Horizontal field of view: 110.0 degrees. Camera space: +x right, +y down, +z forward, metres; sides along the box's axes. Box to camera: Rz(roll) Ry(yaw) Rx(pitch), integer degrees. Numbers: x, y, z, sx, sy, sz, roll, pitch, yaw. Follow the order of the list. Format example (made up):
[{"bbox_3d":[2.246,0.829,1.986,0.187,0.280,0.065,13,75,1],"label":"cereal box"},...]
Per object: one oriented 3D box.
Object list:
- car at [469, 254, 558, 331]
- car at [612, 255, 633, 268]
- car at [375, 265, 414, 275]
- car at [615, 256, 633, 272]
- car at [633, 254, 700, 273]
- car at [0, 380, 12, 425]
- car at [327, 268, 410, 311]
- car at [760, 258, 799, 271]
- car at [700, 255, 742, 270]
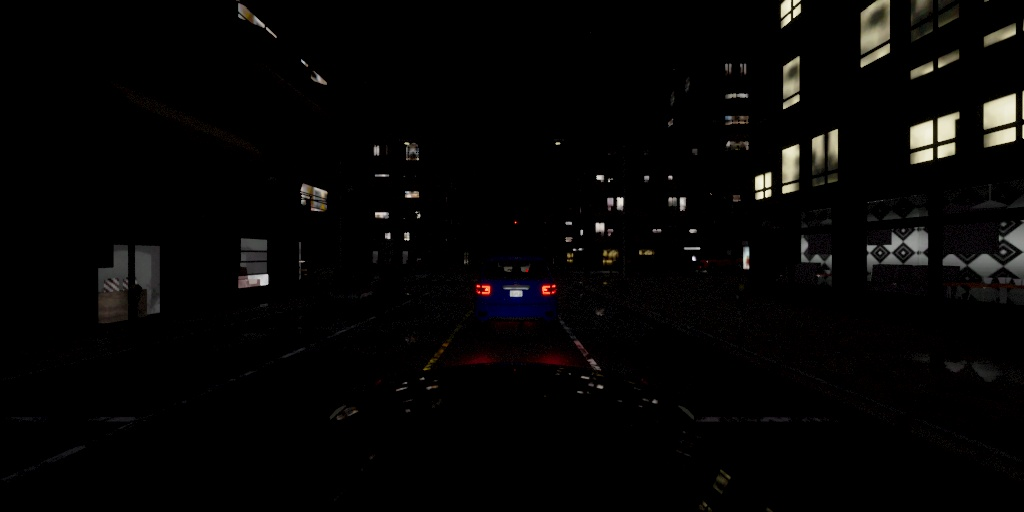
[{"bbox_3d":[0.103,0.971,11.062,2.150,2.045,5.566,0,0,0],"label":"car"},{"bbox_3d":[14.594,0.764,42.819,5.009,1.841,2.192,0,0,0],"label":"car"},{"bbox_3d":[-12.488,1.562,36.635,4.718,1.301,1.895,-1,0,4],"label":"car"},{"bbox_3d":[14.435,0.983,40.208,4.674,1.442,1.812,-1,0,-1],"label":"car"},{"bbox_3d":[14.725,0.778,34.439,5.009,1.841,2.192,0,0,0],"label":"car"},{"bbox_3d":[-5.689,1.300,1.551,2.007,1.370,4.403,0,0,0],"label":"car"},{"bbox_3d":[-5.734,1.332,14.468,1.802,1.307,4.207,0,0,0],"label":"car"},{"bbox_3d":[25.819,0.822,34.531,4.313,1.339,1.948,0,0,0],"label":"car"},{"bbox_3d":[23.400,0.642,40.301,4.553,1.767,2.097,-1,0,-1],"label":"car"}]
